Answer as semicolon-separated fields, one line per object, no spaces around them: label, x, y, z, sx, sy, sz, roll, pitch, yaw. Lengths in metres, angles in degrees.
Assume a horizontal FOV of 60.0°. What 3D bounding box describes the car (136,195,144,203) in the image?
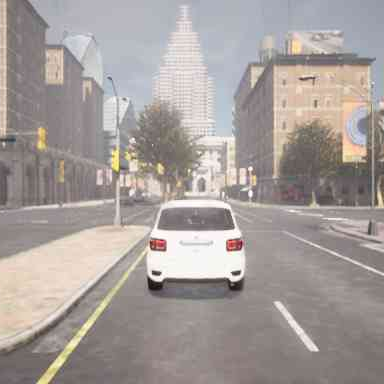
car;-11.688;1.625;68.747;1.895;1.301;4.718;0;0;0

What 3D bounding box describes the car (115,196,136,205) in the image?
car;-11.715;1.530;58.693;1.837;1.490;4.892;0;0;0

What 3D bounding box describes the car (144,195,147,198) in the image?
car;-11.717;1.534;78.929;1.837;1.490;4.892;0;0;0

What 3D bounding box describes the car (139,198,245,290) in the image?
car;0.078;1.225;9.228;2.150;2.045;5.566;0;0;0

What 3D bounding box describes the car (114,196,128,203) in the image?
car;-14.941;1.625;70.072;1.895;1.301;4.718;0;0;0
